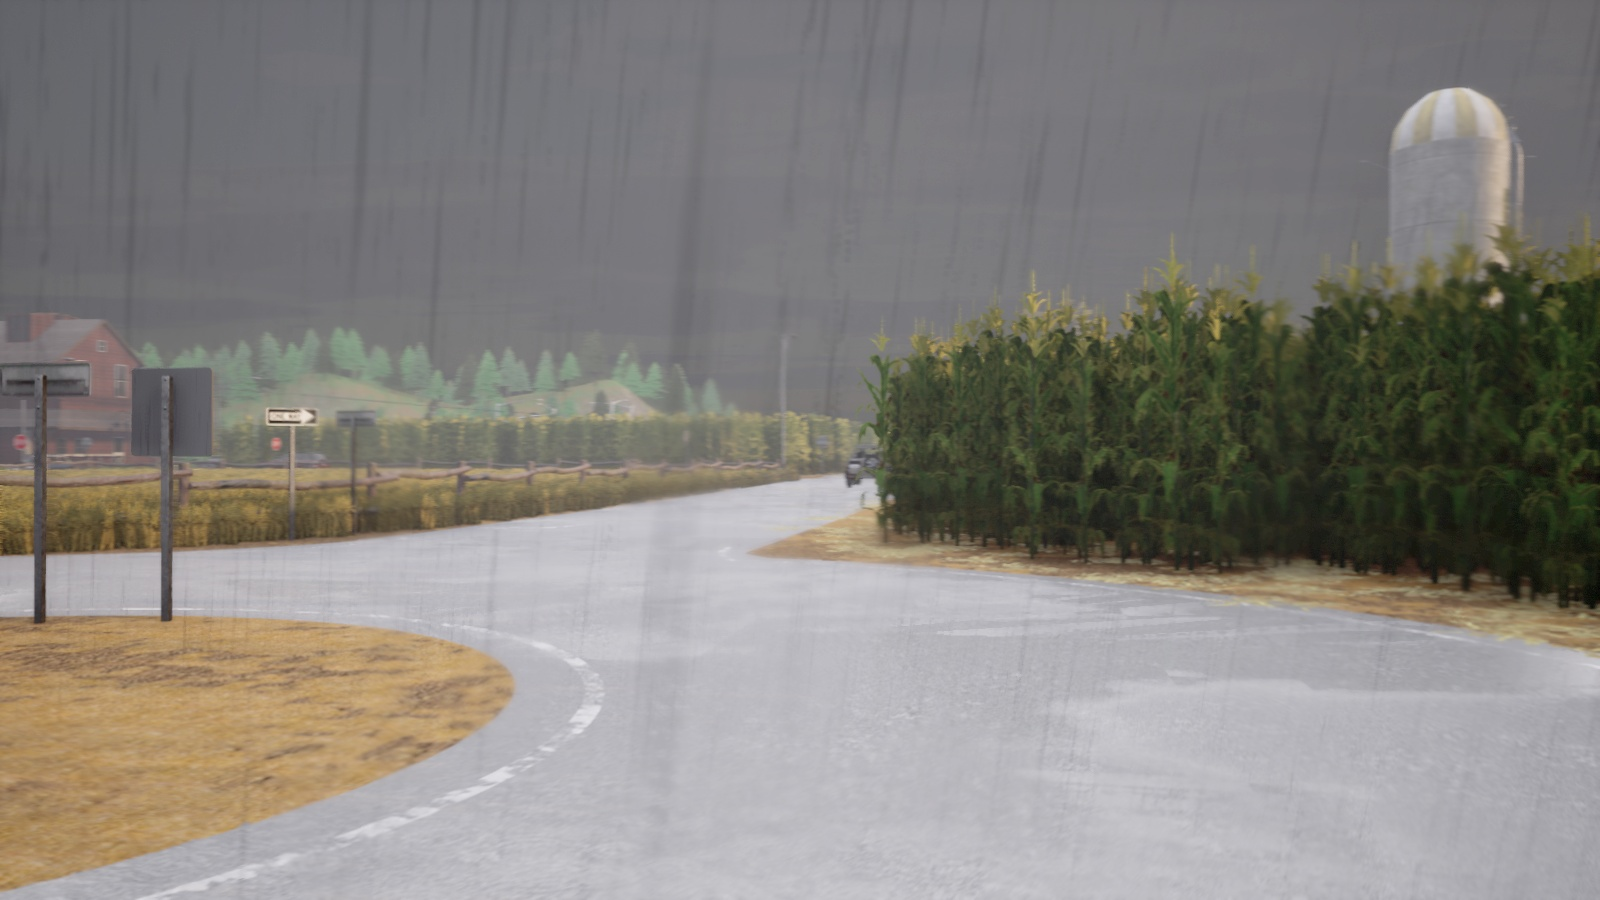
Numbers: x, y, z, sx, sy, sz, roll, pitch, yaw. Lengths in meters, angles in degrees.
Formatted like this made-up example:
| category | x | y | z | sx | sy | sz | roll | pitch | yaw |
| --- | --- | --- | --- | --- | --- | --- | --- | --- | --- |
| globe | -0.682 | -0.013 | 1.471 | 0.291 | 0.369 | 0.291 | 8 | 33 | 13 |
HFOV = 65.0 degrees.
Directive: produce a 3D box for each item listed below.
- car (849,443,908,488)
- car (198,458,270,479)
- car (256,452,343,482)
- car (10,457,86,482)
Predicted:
| category | x | y | z | sx | sy | sz | roll | pitch | yaw |
| --- | --- | --- | --- | --- | --- | --- | --- | --- | --- |
| car | 3.364 | 0.616 | 53.087 | 1.932 | 1.855 | 4.605 | 0 | 0 | 11 |
| car | -40.167 | 1.311 | 89.282 | 2.033 | 1.411 | 5.357 | 0 | 0 | 10 |
| car | -30.603 | 1.036 | 76.824 | 4.553 | 1.767 | 2.097 | 0 | 0 | 10 |
| car | -45.927 | 1.196 | 76.797 | 1.970 | 1.475 | 3.806 | 0 | 0 | 10 |
